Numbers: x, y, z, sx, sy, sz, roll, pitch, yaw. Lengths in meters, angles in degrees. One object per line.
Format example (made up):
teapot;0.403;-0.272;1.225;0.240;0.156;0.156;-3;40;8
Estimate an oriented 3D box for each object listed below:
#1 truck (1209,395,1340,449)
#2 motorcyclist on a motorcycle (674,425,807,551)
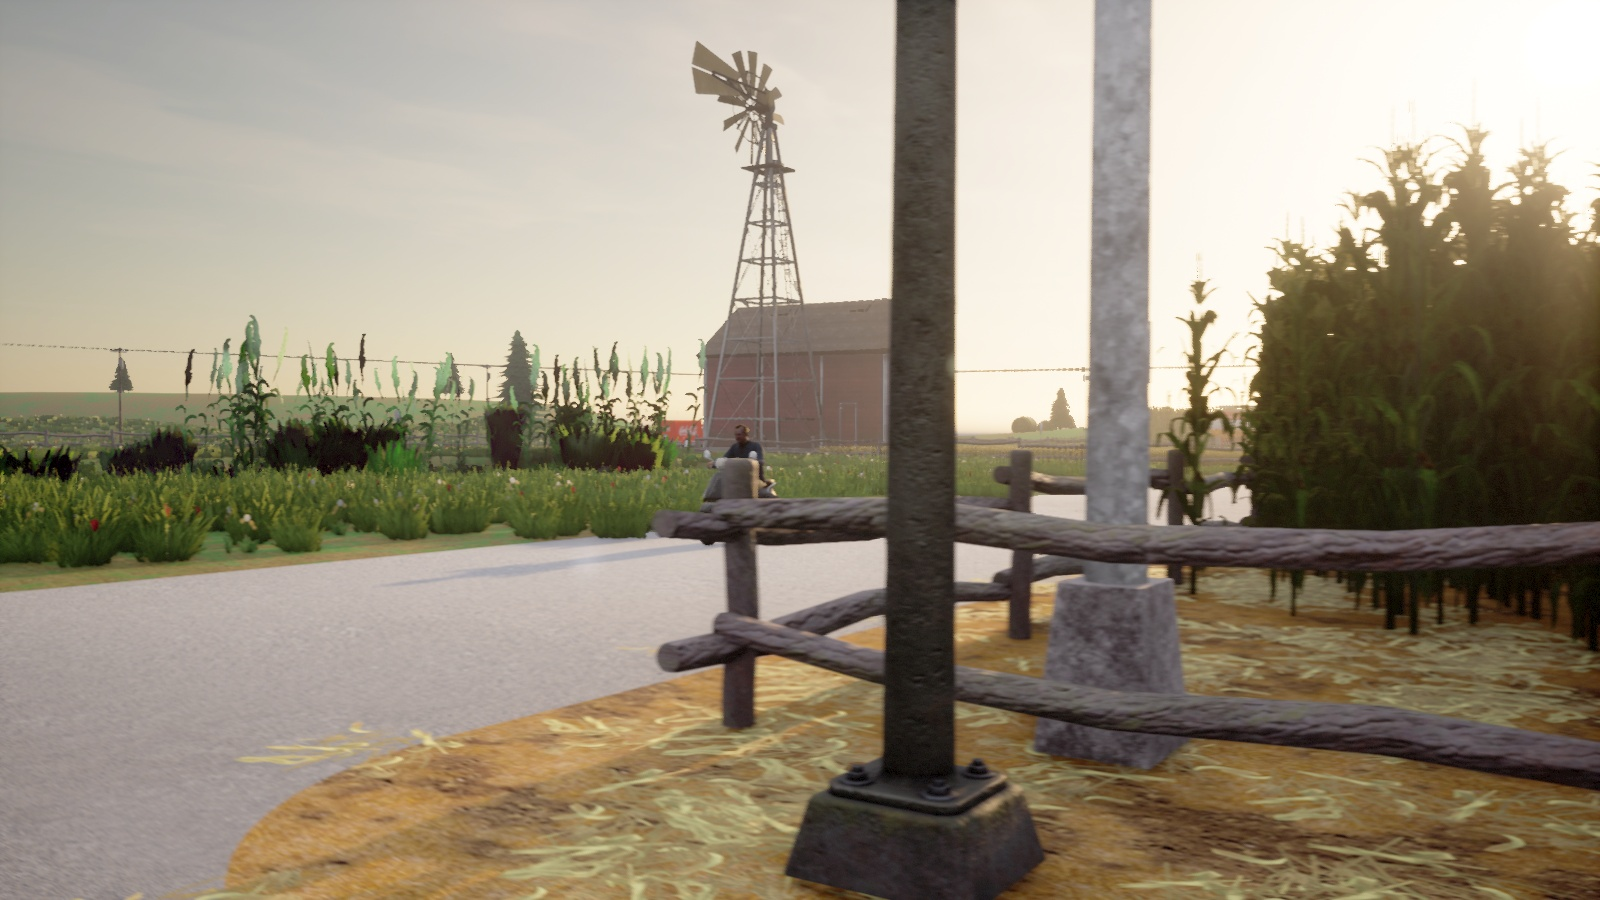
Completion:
truck;34.541;-1.985;91.569;8.468;3.827;2.891;0;1;33
motorcyclist on a motorcycle;-0.773;0.464;16.882;0.866;1.590;1.817;0;1;33
